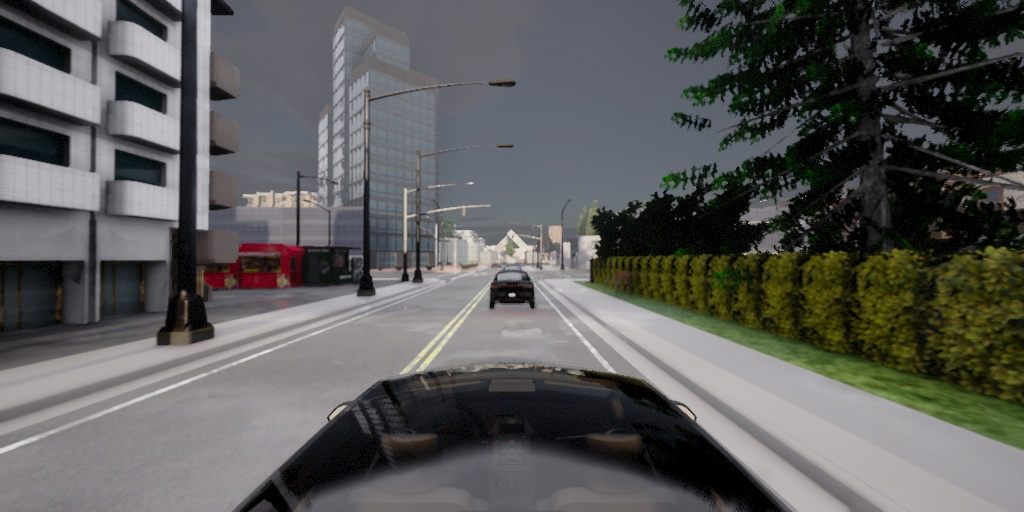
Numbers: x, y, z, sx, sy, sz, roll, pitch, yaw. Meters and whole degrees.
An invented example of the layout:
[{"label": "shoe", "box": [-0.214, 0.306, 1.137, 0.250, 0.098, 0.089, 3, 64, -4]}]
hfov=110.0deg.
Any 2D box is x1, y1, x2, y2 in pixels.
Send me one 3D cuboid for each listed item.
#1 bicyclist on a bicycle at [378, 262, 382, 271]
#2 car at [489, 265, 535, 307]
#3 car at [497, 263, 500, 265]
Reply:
[{"label": "bicyclist on a bicycle", "box": [-21.964, 1.762, 59.799, 0.582, 1.620, 1.656, -1, 0, 0]}, {"label": "car", "box": [0.013, 1.365, 16.334, 1.882, 1.535, 5.008, 0, 0, 0]}, {"label": "car", "box": [0.164, 1.506, 31.280, 1.882, 1.535, 5.008, 0, 0, 6]}]
